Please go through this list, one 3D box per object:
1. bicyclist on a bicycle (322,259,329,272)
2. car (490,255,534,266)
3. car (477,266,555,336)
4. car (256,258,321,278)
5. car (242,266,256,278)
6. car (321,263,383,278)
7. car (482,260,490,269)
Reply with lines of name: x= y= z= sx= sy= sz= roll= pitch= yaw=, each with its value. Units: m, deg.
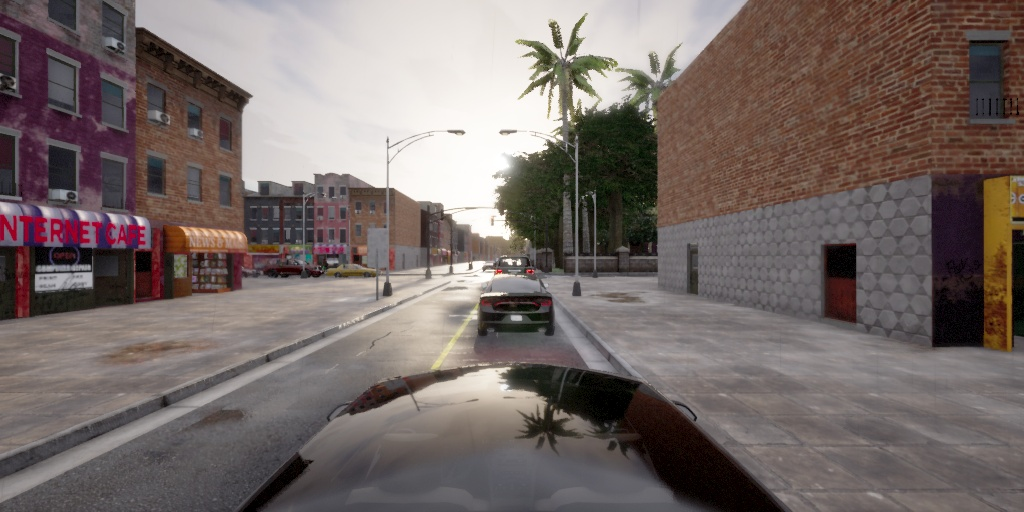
bicyclist on a bicycle: x=-20.147 y=1.124 z=38.633 sx=0.582 sy=1.620 sz=1.656 roll=0 pitch=0 yaw=0
car: x=0.100 y=0.980 z=20.418 sx=2.150 sy=2.045 sz=5.566 roll=0 pitch=0 yaw=-1
car: x=0.098 y=1.230 z=10.449 sx=1.882 sy=1.535 sz=5.008 roll=0 pitch=0 yaw=0
car: x=-20.064 y=1.127 z=32.987 sx=5.009 sy=1.841 sz=2.192 roll=0 pitch=0 yaw=0
car: x=-25.516 y=1.409 z=32.980 sx=4.207 sy=1.307 sz=1.802 roll=0 pitch=0 yaw=0
car: x=-14.443 y=1.324 z=32.994 sx=4.829 sy=1.417 sz=1.751 roll=0 pitch=0 yaw=0
car: x=-2.862 y=1.316 z=47.862 sx=1.812 sy=1.442 sz=4.674 roll=0 pitch=0 yaw=0
